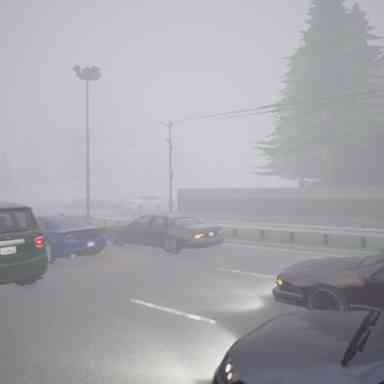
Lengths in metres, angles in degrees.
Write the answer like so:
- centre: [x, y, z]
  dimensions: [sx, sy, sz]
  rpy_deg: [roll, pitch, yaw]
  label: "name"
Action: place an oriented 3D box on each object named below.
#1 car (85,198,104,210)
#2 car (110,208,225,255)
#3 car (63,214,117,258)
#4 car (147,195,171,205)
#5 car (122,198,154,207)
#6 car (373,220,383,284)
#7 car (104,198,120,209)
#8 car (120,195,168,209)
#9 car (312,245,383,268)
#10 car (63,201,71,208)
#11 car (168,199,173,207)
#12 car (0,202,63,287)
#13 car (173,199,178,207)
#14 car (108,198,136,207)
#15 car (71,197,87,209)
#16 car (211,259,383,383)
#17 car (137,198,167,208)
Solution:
- centre: [-12.024, 1.799, 46.540]
  dimensions: [1.895, 1.301, 4.718]
  rpy_deg: [0, 0, 37]
  label: "car"
- centre: [-1.303, 1.596, 13.654]
  dimensions: [5.357, 1.411, 2.033]
  rpy_deg: [0, 0, 37]
  label: "car"
- centre: [-5.254, 1.538, 12.230]
  dimensions: [5.008, 1.535, 1.882]
  rpy_deg: [0, 0, 37]
  label: "car"
- centre: [-6.472, 1.588, 65.517]
  dimensions: [2.097, 1.767, 4.553]
  rpy_deg: [0, 0, 37]
  label: "car"
- centre: [-9.046, 1.764, 56.334]
  dimensions: [2.033, 1.411, 5.357]
  rpy_deg: [0, 0, 37]
  label: "car"
- centre: [6.917, 1.520, 7.597]
  dimensions: [4.674, 1.442, 1.812]
  rpy_deg: [0, 0, 36]
  label: "car"
- centre: [-9.031, 1.781, 44.699]
  dimensions: [1.895, 1.301, 4.718]
  rpy_deg: [0, 0, 37]
  label: "car"
- centre: [-6.094, 1.383, 42.784]
  dimensions: [2.150, 2.045, 5.566]
  rpy_deg: [0, 0, 37]
  label: "car"
- centre: [4.100, 1.547, 5.329]
  dimensions: [5.357, 1.411, 2.033]
  rpy_deg: [0, 0, 36]
  label: "car"
- centre: [-17.412, 1.587, 51.022]
  dimensions: [2.097, 1.767, 4.553]
  rpy_deg: [0, 0, 37]
  label: "car"
- centre: [-3.492, 1.781, 52.072]
  dimensions: [1.895, 1.301, 4.718]
  rpy_deg: [0, 0, 37]
  label: "car"
- centre: [-5.852, 1.274, 8.313]
  dimensions: [5.566, 2.045, 2.150]
  rpy_deg: [0, 0, 37]
  label: "car"
- centre: [-0.243, 1.666, 50.559]
  dimensions: [1.837, 1.490, 4.892]
  rpy_deg: [0, 0, 37]
  label: "car"
- centre: [-12.119, 1.761, 58.059]
  dimensions: [1.812, 1.442, 4.674]
  rpy_deg: [0, 0, 37]
  label: "car"
- centre: [-14.802, 1.742, 48.666]
  dimensions: [1.812, 1.442, 4.674]
  rpy_deg: [0, 0, 37]
  label: "car"
- centre: [2.177, 1.562, 2.393]
  dimensions: [4.181, 1.385, 1.994]
  rpy_deg: [0, 0, 37]
  label: "car"
- centre: [-6.425, 1.703, 53.994]
  dimensions: [1.837, 1.490, 4.892]
  rpy_deg: [0, 0, 37]
  label: "car"
